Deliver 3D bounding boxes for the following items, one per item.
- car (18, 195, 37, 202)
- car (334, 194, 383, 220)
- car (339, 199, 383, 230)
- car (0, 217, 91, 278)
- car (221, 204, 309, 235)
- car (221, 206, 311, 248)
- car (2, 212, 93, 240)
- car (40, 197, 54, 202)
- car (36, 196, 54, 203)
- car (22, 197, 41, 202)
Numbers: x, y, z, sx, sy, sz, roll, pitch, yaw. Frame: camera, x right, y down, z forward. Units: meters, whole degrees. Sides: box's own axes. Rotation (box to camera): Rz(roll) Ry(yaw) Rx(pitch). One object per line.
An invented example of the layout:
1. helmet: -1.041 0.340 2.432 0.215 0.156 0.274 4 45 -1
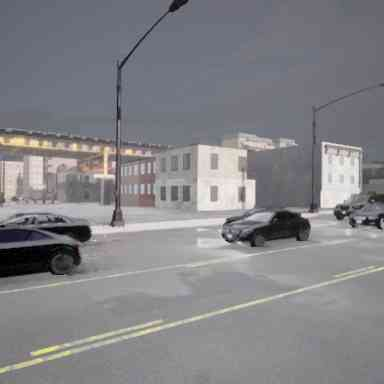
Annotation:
1. car: -39.135 1.911 81.206 4.974 1.542 2.038 0 -1 25
2. car: 13.566 1.162 26.270 5.566 2.045 2.150 0 0 -34
3. car: 11.699 1.449 20.702 4.902 1.511 2.128 0 0 -35
4. car: -5.170 1.589 8.921 4.181 1.385 1.994 0 0 -35
5. car: 4.449 1.551 19.916 5.357 1.411 2.033 0 0 -34
6. car: 3.448 1.537 14.940 4.674 1.442 1.812 0 0 -35
7. car: -6.237 1.527 12.444 4.902 1.511 2.128 0 0 -35
8. car: -35.408 1.786 81.295 1.853 1.218 4.536 1 -1 -5
9. car: -35.405 1.943 81.242 2.038 1.542 4.974 1 -1 -5
10. car: -39.181 1.753 81.229 4.536 1.218 1.853 0 -1 25
